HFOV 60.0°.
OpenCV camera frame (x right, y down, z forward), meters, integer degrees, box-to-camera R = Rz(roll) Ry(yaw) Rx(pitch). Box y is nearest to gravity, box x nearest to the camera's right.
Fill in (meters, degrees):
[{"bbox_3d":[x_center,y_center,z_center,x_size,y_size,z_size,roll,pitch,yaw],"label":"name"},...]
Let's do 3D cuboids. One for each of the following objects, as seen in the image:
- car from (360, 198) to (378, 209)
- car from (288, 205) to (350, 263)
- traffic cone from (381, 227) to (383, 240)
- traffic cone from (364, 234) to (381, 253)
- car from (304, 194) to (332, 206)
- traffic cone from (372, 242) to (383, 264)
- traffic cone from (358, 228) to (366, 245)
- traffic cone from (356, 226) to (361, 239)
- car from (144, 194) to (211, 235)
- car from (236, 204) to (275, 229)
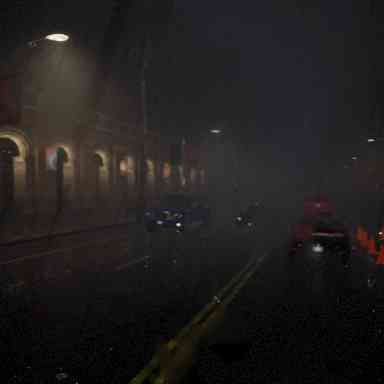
[{"bbox_3d":[25.375,1.571,47.768,2.161,1.482,4.786,1,0,21],"label":"car"},{"bbox_3d":[4.621,1.486,12.216,2.128,1.511,4.902,1,0,21],"label":"car"},{"bbox_3d":[9.093,1.982,15.813,0.340,0.580,0.340,1,0,21],"label":"traffic cone"},{"bbox_3d":[6.741,1.972,12.427,0.340,0.580,0.340,1,0,21],"label":"traffic cone"},{"bbox_3d":[11.263,1.208,29.727,2.150,2.045,5.566,1,0,21],"label":"car"},{"bbox_3d":[6.032,1.972,10.557,0.340,0.580,0.340,1,0,21],"label":"traffic cone"},{"bbox_3d":[7.449,1.971,14.297,0.340,0.580,0.340,1,0,21],"label":"traffic cone"},{"bbox_3d":[8.158,1.970,16.167,0.340,0.580,0.340,1,0,21],"label":"traffic cone"},{"bbox_3d":[-0.598,1.129,18.749,2.150,2.045,5.566,1,0,21],"label":"car"},{"bbox_3d":[4.338,1.494,21.911,2.033,1.411,5.357,1,0,21],"label":"car"}]
